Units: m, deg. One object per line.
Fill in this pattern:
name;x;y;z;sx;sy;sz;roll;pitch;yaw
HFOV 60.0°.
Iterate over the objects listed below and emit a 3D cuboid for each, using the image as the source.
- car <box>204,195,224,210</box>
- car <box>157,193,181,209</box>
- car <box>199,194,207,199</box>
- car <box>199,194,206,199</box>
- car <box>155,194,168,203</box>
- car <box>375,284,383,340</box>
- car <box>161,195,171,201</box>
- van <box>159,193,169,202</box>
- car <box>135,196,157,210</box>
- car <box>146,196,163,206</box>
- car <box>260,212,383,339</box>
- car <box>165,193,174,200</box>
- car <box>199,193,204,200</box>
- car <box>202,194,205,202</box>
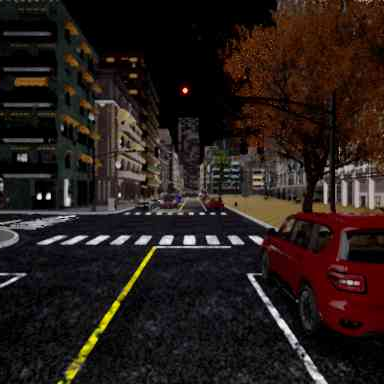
car;2.786;1.363;38.840;1.887;1.381;4.507;0;0;0
car;-2.897;1.151;42.182;2.097;1.767;4.553;0;0;0
car;2.907;1.179;88.634;1.887;1.381;4.507;0;0;0
car;2.920;1.168;94.167;2.008;1.369;4.403;0;0;0
car;-5.540;1.171;60.991;1.967;1.590;4.097;0;0;0
car;2.695;1.561;0.930;1.947;1.339;4.313;0;0;0
car;-5.514;1.272;72.056;1.802;1.307;4.206;0;0;0
van;-5.527;1.051;66.523;1.690;1.788;3.998;0;0;0
car;-5.594;1.368;38.861;2.008;1.369;4.403;0;0;0
car;-5.567;1.323;49.926;2.008;1.369;4.403;0;0;0
car;2.709;1.283;6.451;2.192;1.841;5.009;0;0;0
car;-5.487;1.091;83.122;1.967;1.590;4.097;0;0;0
car;2.853;1.293;66.503;1.802;1.307;4.206;0;0;0
car;2.813;1.298;50.075;1.752;1.417;4.829;0;0;0
